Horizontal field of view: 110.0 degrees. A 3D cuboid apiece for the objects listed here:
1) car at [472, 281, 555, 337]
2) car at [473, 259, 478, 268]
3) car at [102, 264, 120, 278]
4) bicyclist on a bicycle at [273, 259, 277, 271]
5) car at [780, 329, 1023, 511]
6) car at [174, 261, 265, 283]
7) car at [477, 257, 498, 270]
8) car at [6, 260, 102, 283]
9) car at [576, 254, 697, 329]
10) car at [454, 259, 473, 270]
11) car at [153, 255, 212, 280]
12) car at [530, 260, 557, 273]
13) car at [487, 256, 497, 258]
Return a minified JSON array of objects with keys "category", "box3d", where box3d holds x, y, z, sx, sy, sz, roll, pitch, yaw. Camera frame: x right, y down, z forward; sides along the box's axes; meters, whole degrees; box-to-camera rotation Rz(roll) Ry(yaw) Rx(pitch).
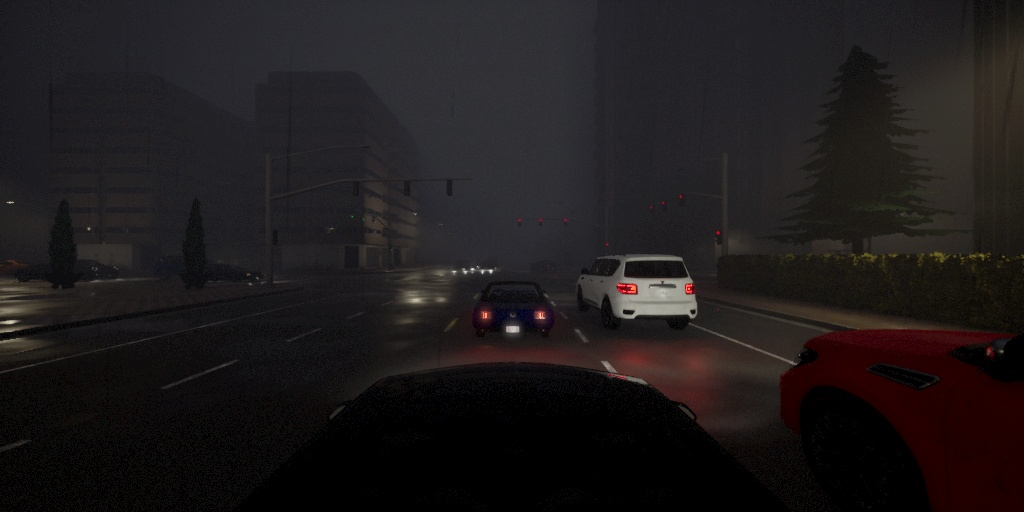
[{"category":"car","box3d":[0.043,1.351,10.233,1.895,1.301,4.718,0,0,0]},{"category":"car","box3d":[-7.170,1.351,61.070,1.895,1.301,4.718,0,0,0]},{"category":"car","box3d":[-36.975,1.103,30.985,4.553,1.767,2.097,0,0,1]},{"category":"bicyclist on a bicycle","box3d":[-28.701,1.051,42.895,0.582,1.620,1.656,0,0,0]},{"category":"car","box3d":[3.601,0.969,0.988,2.150,2.045,5.566,0,0,0]},{"category":"car","box3d":[-22.008,1.297,27.331,5.357,1.411,2.033,0,0,1]},{"category":"car","box3d":[-3.659,1.314,53.982,1.994,1.385,4.181,0,0,0]},{"category":"car","box3d":[-34.994,1.276,27.467,4.674,1.442,1.812,0,0,0]},{"category":"car","box3d":[3.573,0.971,11.362,2.150,2.045,5.566,0,0,-2]},{"category":"car","box3d":[-7.163,1.228,51.739,1.882,1.535,5.008,0,0,0]},{"category":"car","box3d":[-27.505,0.972,30.902,5.566,2.045,2.150,0,0,0]},{"category":"car","box3d":[3.850,1.256,44.158,1.837,1.490,4.892,-4,1,-21]},{"category":"car","box3d":[-3.655,0.971,64.703,2.150,2.045,5.566,0,0,0]}]
